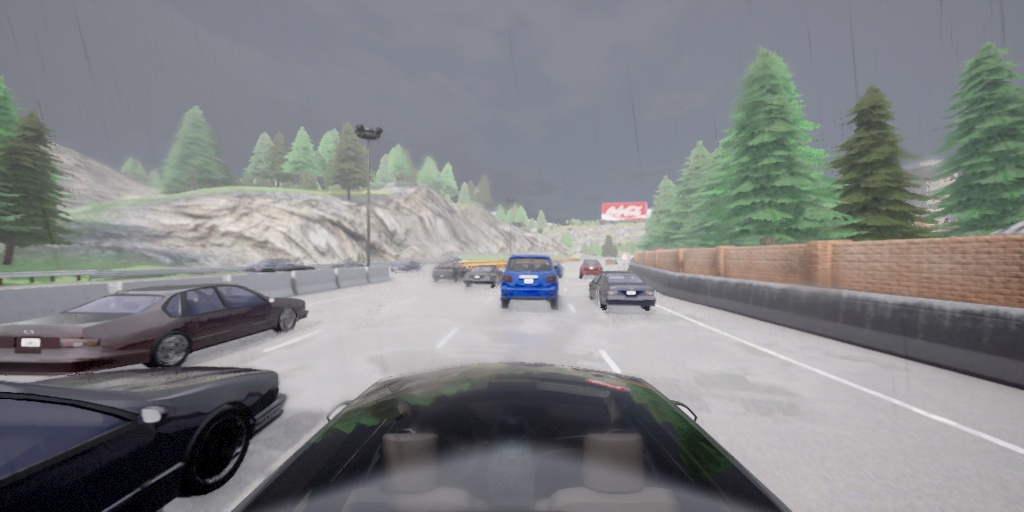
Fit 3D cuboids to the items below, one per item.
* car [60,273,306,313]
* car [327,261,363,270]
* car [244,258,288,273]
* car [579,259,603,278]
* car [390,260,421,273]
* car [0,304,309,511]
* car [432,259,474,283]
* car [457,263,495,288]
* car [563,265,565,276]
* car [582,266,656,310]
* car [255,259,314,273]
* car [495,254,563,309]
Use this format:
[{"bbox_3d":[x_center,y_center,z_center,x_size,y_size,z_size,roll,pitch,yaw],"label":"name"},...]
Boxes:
[{"bbox_3d":[-6.713,1.273,7.593,2.033,1.411,5.357,0,0,3],"label":"car"},{"bbox_3d":[-17.094,1.227,36.929,1.994,1.385,4.181,0,0,12],"label":"car"},{"bbox_3d":[-24.400,0.995,36.237,2.097,1.767,4.553,0,0,12],"label":"car"},{"bbox_3d":[7.425,1.086,33.502,2.097,1.767,4.553,0,0,13],"label":"car"},{"bbox_3d":[-12.329,1.196,41.896,1.812,1.442,4.674,0,0,15],"label":"car"},{"bbox_3d":[-3.369,1.288,1.417,2.033,1.411,5.357,0,0,0],"label":"car"},{"bbox_3d":[-4.514,1.200,27.494,2.128,1.511,4.902,0,0,10],"label":"car"},{"bbox_3d":[-1.669,1.268,23.478,2.033,1.411,5.357,0,0,9],"label":"car"},{"bbox_3d":[3.787,1.202,33.324,1.882,1.535,5.008,0,0,13],"label":"car"},{"bbox_3d":[4.290,1.294,14.674,2.033,1.411,5.357,0,0,6],"label":"car"},{"bbox_3d":[-21.302,1.256,34.064,1.895,1.301,4.718,0,0,11],"label":"car"},{"bbox_3d":[0.829,0.959,15.061,2.150,2.045,5.566,0,0,5],"label":"car"}]
